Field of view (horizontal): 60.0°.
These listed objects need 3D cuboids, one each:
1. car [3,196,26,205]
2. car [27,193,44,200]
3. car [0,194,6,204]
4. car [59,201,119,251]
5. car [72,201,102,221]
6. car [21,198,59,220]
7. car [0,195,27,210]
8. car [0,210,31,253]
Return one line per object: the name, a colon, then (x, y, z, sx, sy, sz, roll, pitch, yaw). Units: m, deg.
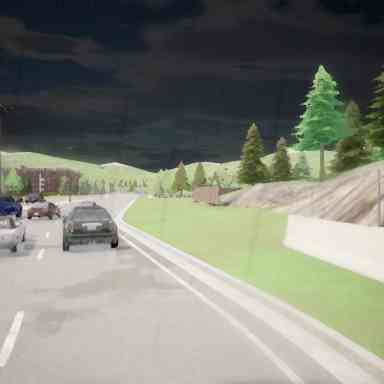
car: (-32.569, 1.500, 61.173, 2.128, 1.511, 4.902, 0, 0, -8)
car: (-29.123, 1.203, 61.785, 2.150, 2.045, 5.566, 0, 0, -8)
car: (-36.026, 1.343, 60.633, 2.097, 1.767, 4.553, 0, 0, -8)
car: (-4.543, 1.363, 14.490, 2.097, 1.767, 4.553, 0, 0, -21)
car: (-8.899, 1.530, 28.464, 1.812, 1.442, 4.674, 0, 0, -10)
car: (-12.350, 1.530, 27.876, 1.812, 1.442, 4.674, 0, 0, -10)
car: (-15.805, 1.254, 27.318, 2.150, 2.045, 5.566, 0, 0, -10)
car: (-7.826, 1.613, 13.275, 1.895, 1.301, 4.718, 0, 0, -21)
